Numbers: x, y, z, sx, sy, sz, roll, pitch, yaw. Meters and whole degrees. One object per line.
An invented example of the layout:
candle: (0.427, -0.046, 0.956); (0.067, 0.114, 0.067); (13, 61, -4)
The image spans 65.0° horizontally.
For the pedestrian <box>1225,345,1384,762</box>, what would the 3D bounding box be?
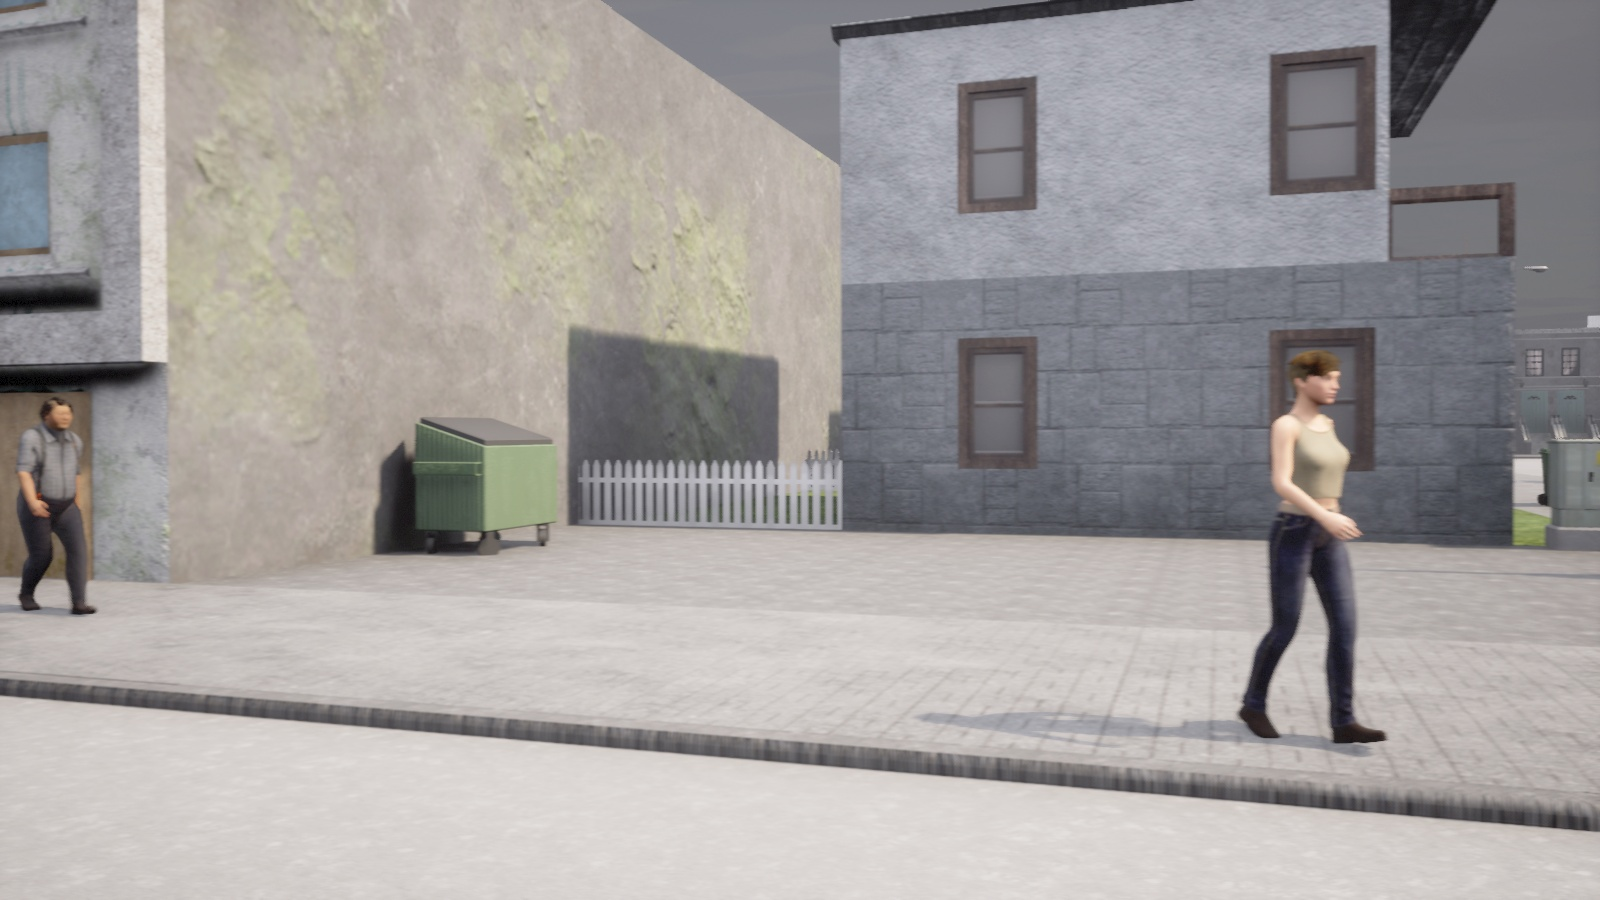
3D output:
pedestrian: (2.341, 0.451, 5.860); (0.345, 1.836, 0.594); (0, 1, -26)

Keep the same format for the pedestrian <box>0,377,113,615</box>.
pedestrian: (-6.032, 0.351, 10.170); (0.694, 1.848, 0.540); (1, 1, 31)
